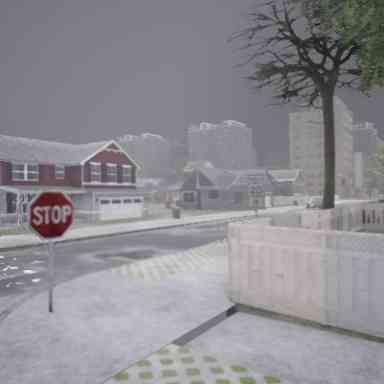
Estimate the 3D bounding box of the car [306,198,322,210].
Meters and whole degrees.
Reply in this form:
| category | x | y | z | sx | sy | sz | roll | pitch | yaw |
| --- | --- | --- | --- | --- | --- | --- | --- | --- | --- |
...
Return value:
| category | x | y | z | sx | sy | sz | roll | pitch | yaw |
| --- | --- | --- | --- | --- | --- | --- | --- | --- | --- |
| car | 16.839 | 1.581 | 44.805 | 2.128 | 1.511 | 4.902 | -1 | 0 | 35 |
